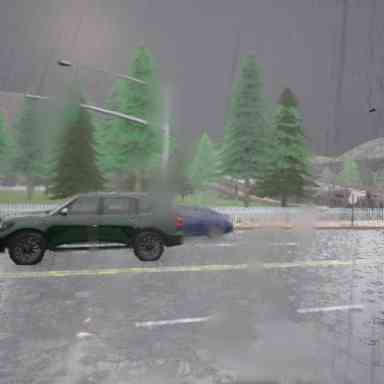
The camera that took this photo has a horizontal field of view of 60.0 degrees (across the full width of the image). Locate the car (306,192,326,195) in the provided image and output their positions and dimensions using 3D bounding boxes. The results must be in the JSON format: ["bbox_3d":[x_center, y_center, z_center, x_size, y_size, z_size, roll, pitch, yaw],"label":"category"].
[{"bbox_3d":[20.220,0.806,57.068,1.994,1.385,4.181,1,5,-17],"label":"car"}]

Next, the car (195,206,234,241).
[{"bbox_3d":[-0.448,1.326,14.713,4.674,1.442,1.812,1,1,-16],"label":"car"}]

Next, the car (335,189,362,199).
[{"bbox_3d":[27.129,0.695,58.513,2.150,2.045,5.566,1,5,-17],"label":"car"}]

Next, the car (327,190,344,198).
[{"bbox_3d":[23.682,0.868,57.740,1.837,1.490,4.892,1,5,-17],"label":"car"}]

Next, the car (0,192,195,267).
[{"bbox_3d":[-2.991,1.006,10.374,5.566,2.045,2.150,1,1,-16],"label":"car"}]
